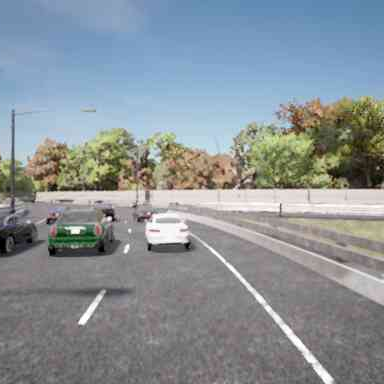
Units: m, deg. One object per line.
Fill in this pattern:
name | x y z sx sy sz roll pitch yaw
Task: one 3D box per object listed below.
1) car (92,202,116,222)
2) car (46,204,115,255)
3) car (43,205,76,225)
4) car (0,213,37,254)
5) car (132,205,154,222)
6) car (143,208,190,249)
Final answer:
car | -8.145 1.797 30.515 1.882 1.535 5.008 0 0 -17
car | -4.602 1.503 14.361 2.097 1.767 4.553 0 -1 -8
car | -11.016 1.844 27.974 2.033 1.411 5.357 0 -1 -16
car | -8.085 1.645 14.011 2.128 1.511 4.902 0 0 -8
car | -4.251 1.856 29.784 2.033 1.411 5.357 0 -1 -16
car | -1.200 1.683 15.260 1.812 1.442 4.674 0 0 -9
